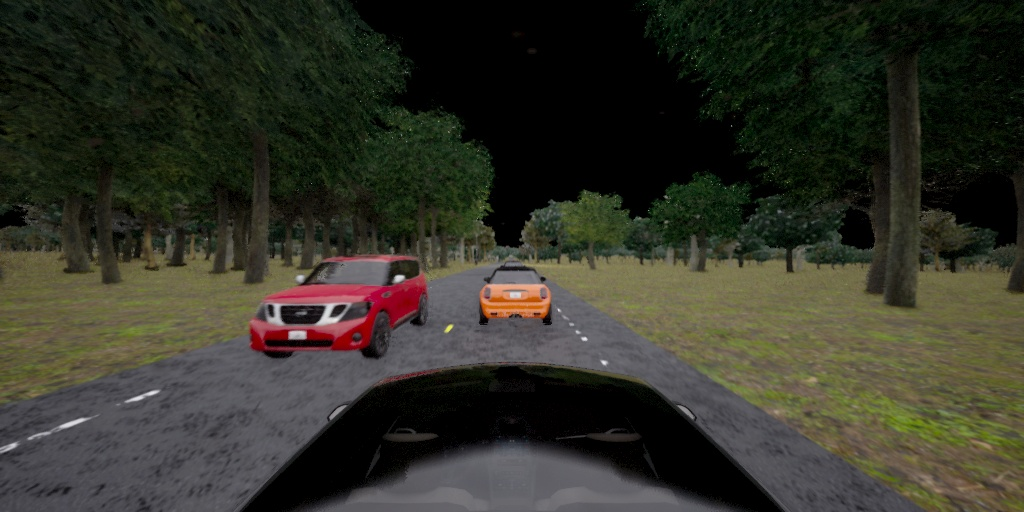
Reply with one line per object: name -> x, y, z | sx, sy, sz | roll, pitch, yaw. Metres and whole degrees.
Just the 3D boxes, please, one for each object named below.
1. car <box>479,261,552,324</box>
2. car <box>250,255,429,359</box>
car -> 0.101, 1.118, 12.118 | 2.097, 1.767, 4.553 | 0, 0, 0
car -> -3.598, 0.981, 8.786 | 2.150, 2.045, 5.566 | 0, 0, 0
